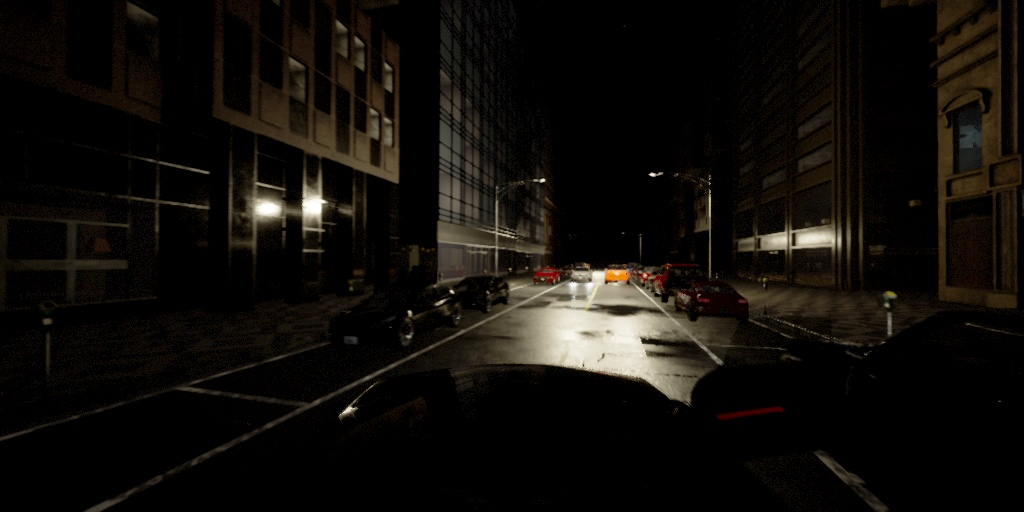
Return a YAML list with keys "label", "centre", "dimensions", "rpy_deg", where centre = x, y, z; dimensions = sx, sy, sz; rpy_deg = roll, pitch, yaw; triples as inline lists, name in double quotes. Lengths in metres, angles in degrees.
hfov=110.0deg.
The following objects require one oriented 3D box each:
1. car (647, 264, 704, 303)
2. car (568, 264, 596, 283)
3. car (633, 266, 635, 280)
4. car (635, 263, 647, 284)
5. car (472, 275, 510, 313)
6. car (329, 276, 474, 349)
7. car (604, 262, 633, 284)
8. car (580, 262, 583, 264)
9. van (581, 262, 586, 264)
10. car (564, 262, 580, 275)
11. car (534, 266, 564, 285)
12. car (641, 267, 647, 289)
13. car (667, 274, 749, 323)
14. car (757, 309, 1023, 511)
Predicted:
- label: "car"
  centre: [8.379, 1.319, 18.134]
  dimensions: [2.192, 1.841, 5.009]
  rpy_deg: [0, 0, 15]
- label: "car"
  centre: [6.782, 1.732, 34.580]
  dimensions: [1.812, 1.442, 4.674]
  rpy_deg: [0, -1, 15]
- label: "car"
  centre: [12.752, 1.803, 34.358]
  dimensions: [1.948, 1.339, 4.313]
  rpy_deg: [0, 0, 15]
- label: "car"
  centre: [11.294, 1.599, 28.950]
  dimensions: [1.967, 1.591, 4.097]
  rpy_deg: [0, 0, 15]
- label: "car"
  centre: [-1.314, 1.475, 14.932]
  dimensions: [1.948, 1.339, 4.313]
  rpy_deg: [0, 0, 15]
- label: "car"
  centre: [-2.772, 1.399, 9.524]
  dimensions: [1.948, 1.339, 4.313]
  rpy_deg: [0, 0, 15]
- label: "car"
  centre: [9.323, 1.539, 31.934]
  dimensions: [2.097, 1.767, 4.553]
  rpy_deg: [0, -1, 16]
- label: "car"
  centre: [8.891, 1.999, 52.792]
  dimensions: [1.888, 1.381, 4.507]
  rpy_deg: [0, 0, 15]
- label: "van"
  centre: [11.807, 1.951, 63.610]
  dimensions: [1.690, 1.789, 3.998]
  rpy_deg: [0, 0, 15]
- label: "car"
  centre: [7.433, 1.816, 47.384]
  dimensions: [1.967, 1.591, 4.097]
  rpy_deg: [0, 0, 15]
- label: "car"
  centre: [3.060, 1.687, 31.159]
  dimensions: [1.888, 1.381, 4.507]
  rpy_deg: [0, 0, 15]
- label: "car"
  centre: [9.836, 1.647, 23.542]
  dimensions: [1.948, 1.339, 4.313]
  rpy_deg: [0, 0, 15]
- label: "car"
  centre: [6.921, 1.509, 12.726]
  dimensions: [1.802, 1.307, 4.207]
  rpy_deg: [0, 0, 15]
- label: "car"
  centre: [3.729, 1.130, 2.314]
  dimensions: [2.097, 1.767, 4.553]
  rpy_deg: [0, -1, 15]
